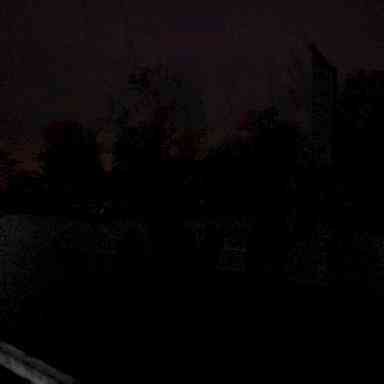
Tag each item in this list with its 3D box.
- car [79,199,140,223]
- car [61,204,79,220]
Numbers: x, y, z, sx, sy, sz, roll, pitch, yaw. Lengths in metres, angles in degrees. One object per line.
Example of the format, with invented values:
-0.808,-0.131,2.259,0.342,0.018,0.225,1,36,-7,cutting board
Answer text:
-6.397,1.489,27.164,2.185,1.767,4.553,-1,0,35,car
-9.018,1.681,28.946,2.002,1.452,4.674,-1,0,35,car
